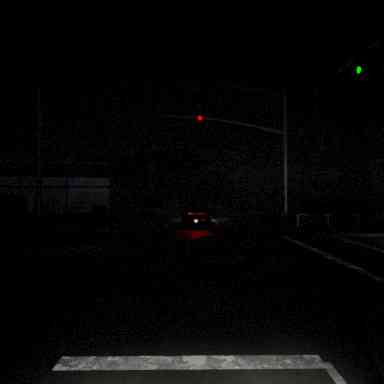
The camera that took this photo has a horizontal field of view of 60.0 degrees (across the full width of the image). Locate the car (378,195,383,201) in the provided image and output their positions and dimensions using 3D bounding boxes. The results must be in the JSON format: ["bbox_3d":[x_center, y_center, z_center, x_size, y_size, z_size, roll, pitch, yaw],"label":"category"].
[{"bbox_3d":[38.692,1.154,62.617,5.027,1.636,2.152,0,0,0],"label":"car"}]

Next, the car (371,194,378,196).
[{"bbox_3d":[38.344,1.232,69.034,3.806,1.475,1.970,0,0,0],"label":"car"}]

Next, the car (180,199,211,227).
[{"bbox_3d":[0.246,1.505,22.692,1.837,1.490,4.892,1,0,0],"label":"car"}]

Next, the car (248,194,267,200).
[{"bbox_3d":[18.088,1.334,91.576,4.902,1.511,2.128,0,0,0],"label":"car"}]

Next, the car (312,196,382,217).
[{"bbox_3d":[13.066,1.340,28.225,4.514,1.523,2.007,0,0,0],"label":"car"}]

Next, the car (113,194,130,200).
[{"bbox_3d":[-19.447,1.333,91.533,4.674,1.442,1.812,0,0,0],"label":"car"}]

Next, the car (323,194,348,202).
[{"bbox_3d":[31.281,1.298,72.669,4.514,1.523,2.007,0,0,0],"label":"car"}]

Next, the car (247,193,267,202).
[{"bbox_3d":[13.416,1.077,68.945,3.866,1.878,1.905,0,0,0],"label":"car"}]

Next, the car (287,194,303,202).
[{"bbox_3d":[21.296,1.097,65.689,4.605,1.855,1.932,0,0,0],"label":"car"}]

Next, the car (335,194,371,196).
[{"bbox_3d":[20.629,1.320,43.237,3.633,1.501,1.845,0,0,0],"label":"car"}]

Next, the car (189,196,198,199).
[{"bbox_3d":[0.239,1.547,69.640,2.033,1.411,5.357,0,0,0],"label":"car"}]

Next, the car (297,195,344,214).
[{"bbox_3d":[13.001,1.330,31.361,5.027,1.636,2.152,0,0,0],"label":"car"}]

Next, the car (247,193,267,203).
[{"bbox_3d":[12.817,1.361,65.618,3.806,1.475,1.970,0,0,0],"label":"car"}]
